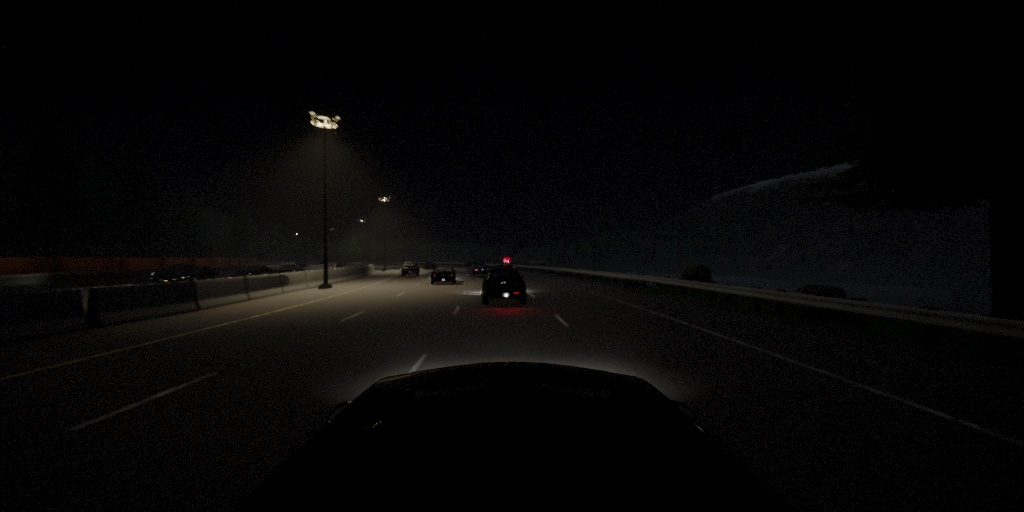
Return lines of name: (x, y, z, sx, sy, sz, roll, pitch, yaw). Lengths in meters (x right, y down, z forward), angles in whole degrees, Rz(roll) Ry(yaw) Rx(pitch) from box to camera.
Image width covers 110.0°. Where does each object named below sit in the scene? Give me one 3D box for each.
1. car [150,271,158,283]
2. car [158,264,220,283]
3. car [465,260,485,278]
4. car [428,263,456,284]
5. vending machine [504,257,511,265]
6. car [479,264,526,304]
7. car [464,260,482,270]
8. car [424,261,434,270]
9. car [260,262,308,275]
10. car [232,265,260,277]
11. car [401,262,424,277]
car: (-31.718, 1.564, 34.087, 2.097, 1.767, 4.553, -1, 0, -13)
car: (-27.497, 1.658, 31.048, 1.837, 1.490, 4.892, -1, 0, -11)
car: (-3.671, 1.476, 39.417, 2.033, 1.411, 5.357, 0, 0, -14)
car: (-5.514, 1.512, 29.187, 1.895, 1.301, 4.718, -1, 0, -9)
vending machine: (-0.768, 1.166, 59.363, 1.100, 2.100, 0.880, 0, 0, -18)
car: (-0.479, 1.317, 16.897, 1.837, 1.490, 4.892, 0, 0, -6)
car: (-6.858, 1.524, 62.090, 1.882, 1.535, 5.008, 0, 0, -21)
car: (-14.094, 1.648, 61.379, 1.812, 1.442, 4.674, 0, 0, -21)
car: (-20.830, 1.582, 33.339, 2.128, 1.511, 4.902, -1, 0, -12)
car: (-24.593, 1.614, 34.255, 1.882, 1.535, 5.008, 0, 0, -12)
car: (-11.483, 1.510, 40.774, 2.128, 1.511, 4.902, 0, 0, -13)
